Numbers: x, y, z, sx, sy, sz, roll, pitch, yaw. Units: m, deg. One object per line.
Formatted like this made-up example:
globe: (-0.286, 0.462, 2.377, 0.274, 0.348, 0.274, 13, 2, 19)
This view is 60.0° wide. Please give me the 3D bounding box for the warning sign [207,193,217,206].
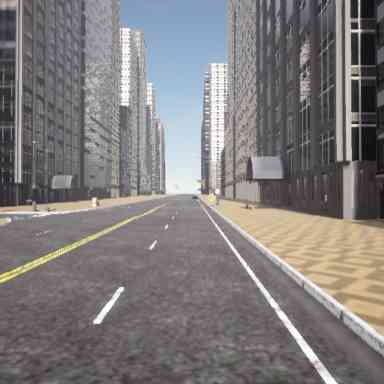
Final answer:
warning sign: (2.834, 1.118, 47.615, 1.300, 1.860, 1.060, -1, -1, 0)
